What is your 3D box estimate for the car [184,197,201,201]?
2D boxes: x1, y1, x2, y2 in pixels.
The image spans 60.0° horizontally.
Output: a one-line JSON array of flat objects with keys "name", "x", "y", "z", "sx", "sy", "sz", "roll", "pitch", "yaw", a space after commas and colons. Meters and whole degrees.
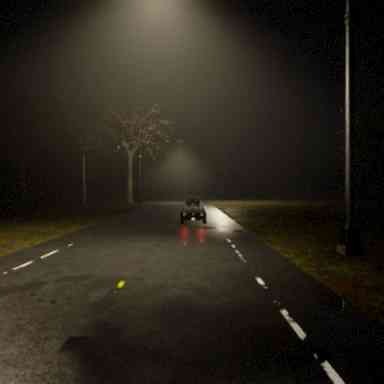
[{"name": "car", "x": 0.085, "y": 1.381, "z": 43.024, "sx": 1.837, "sy": 1.490, "sz": 4.892, "roll": 0, "pitch": 1, "yaw": 0}]

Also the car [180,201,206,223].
[{"name": "car", "x": 0.090, "y": 1.616, "z": 25.785, "sx": 1.895, "sy": 1.301, "sz": 4.718, "roll": 0, "pitch": 0, "yaw": 0}]
